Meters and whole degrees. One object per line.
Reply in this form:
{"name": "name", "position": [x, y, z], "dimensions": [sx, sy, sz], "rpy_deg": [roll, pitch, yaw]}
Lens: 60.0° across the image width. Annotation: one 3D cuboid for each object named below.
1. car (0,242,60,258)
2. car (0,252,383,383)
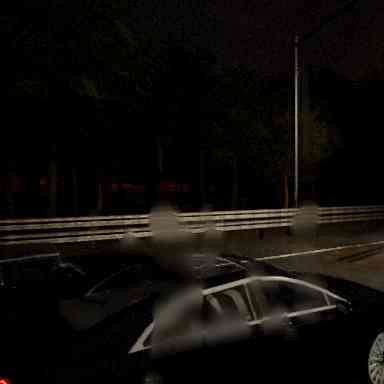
{"name": "car", "position": [-2.668, 1.601, 5.999], "dimensions": [4.718, 1.301, 1.895], "rpy_deg": [0, 0, -31]}
{"name": "car", "position": [0.439, 1.490, 3.776], "dimensions": [4.902, 1.511, 2.128], "rpy_deg": [0, 0, -31]}
